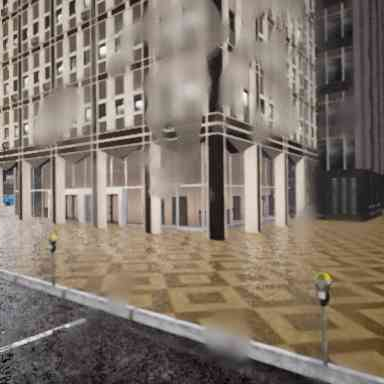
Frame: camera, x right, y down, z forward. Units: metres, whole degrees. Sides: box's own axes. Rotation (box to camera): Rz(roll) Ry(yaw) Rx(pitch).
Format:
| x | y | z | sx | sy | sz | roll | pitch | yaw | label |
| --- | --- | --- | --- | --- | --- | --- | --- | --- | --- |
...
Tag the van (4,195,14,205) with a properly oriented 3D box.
| x | y | z | sx | sy | sz | roll | pitch | yaw | label |
| --- | --- | --- | --- | --- | --- | --- | --- | --- | --- |
| -32.928 | 1.361 | 58.865 | 1.690 | 1.788 | 3.998 | -2 | -1 | 35 | van |
